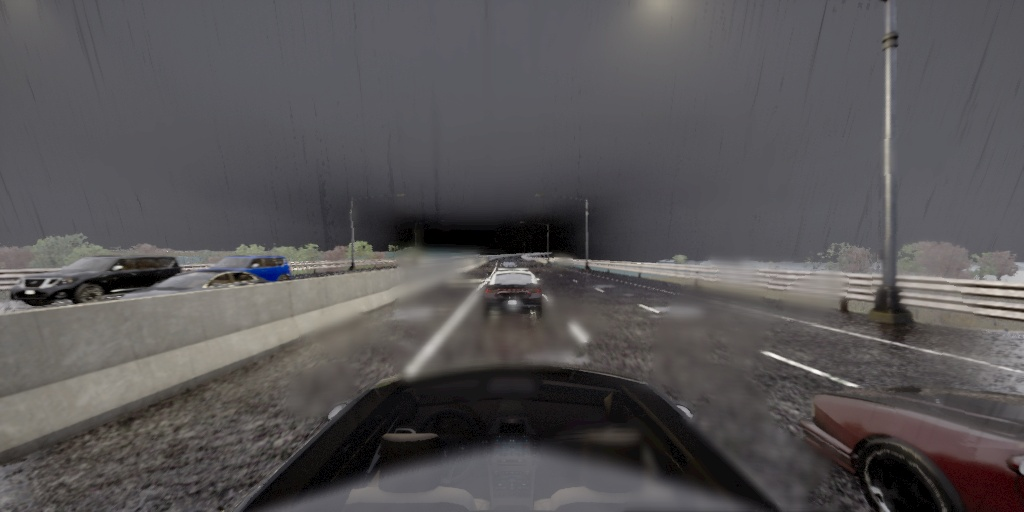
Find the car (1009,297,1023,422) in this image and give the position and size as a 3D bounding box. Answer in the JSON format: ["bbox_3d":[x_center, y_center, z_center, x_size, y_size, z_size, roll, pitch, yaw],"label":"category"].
[{"bbox_3d":[7.092,1.253,2.004,1.837,1.490,4.892,0,0,0],"label":"car"}]

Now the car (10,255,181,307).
[{"bbox_3d":[-17.668,0.975,15.883,2.150,2.045,5.566,0,0,0],"label":"car"}]

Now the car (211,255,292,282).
[{"bbox_3d":[-14.195,0.975,19.128,2.150,2.045,5.566,0,0,-1],"label":"car"}]

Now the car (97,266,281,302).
[{"bbox_3d":[-10.644,1.257,12.488,1.837,1.490,4.892,0,0,0],"label":"car"}]

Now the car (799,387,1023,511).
[{"bbox_3d":[3.596,1.296,0.838,2.033,1.411,5.357,0,0,0],"label":"car"}]

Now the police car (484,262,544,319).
[{"bbox_3d":[0.050,1.175,13.015,1.930,1.638,5.238,0,0,0],"label":"police car"}]
